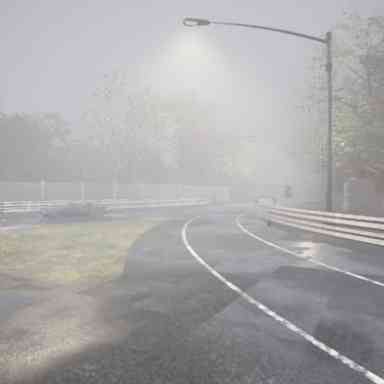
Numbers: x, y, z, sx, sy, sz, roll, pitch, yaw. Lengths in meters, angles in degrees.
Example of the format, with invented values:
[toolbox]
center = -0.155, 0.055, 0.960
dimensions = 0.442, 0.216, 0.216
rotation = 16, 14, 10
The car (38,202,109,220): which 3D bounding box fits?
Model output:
[car]
center = -9.689, 1.509, 27.497
dimensions = 5.357, 1.411, 2.033
rotation = 0, 0, -36
